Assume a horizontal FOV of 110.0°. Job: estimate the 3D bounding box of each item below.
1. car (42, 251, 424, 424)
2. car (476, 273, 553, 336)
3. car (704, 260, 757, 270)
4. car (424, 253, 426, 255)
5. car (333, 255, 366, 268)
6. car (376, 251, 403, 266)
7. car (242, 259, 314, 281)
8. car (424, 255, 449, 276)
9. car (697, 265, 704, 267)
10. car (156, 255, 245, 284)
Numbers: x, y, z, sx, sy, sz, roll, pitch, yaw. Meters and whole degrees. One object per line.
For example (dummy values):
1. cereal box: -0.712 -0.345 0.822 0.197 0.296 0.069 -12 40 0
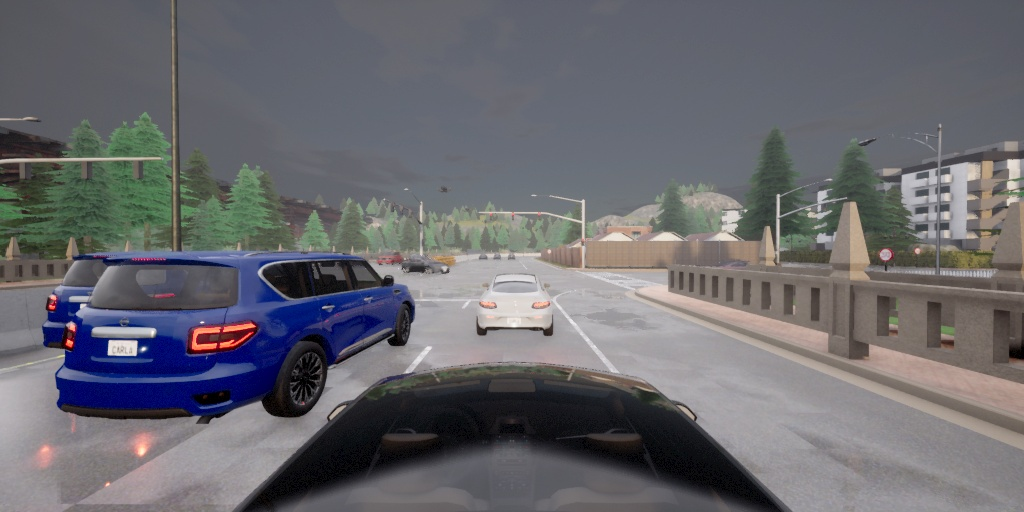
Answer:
1. car: -3.487 0.934 6.073 2.150 2.045 5.566 0 1 4
2. car: 0.110 1.195 9.993 1.812 1.442 4.674 0 1 2
3. car: 16.980 1.024 26.400 4.181 1.385 1.994 0 1 2
4. car: -14.150 0.667 52.786 2.033 1.411 5.357 0 1 0
5. car: -21.146 0.685 46.939 2.128 1.511 4.902 0 1 0
6. car: -17.649 0.351 51.951 2.150 2.045 5.566 0 1 -1
7. car: -17.628 0.993 27.433 2.033 1.411 5.357 0 1 0
8. car: -7.608 0.889 31.228 4.902 1.511 2.128 1 1 34
9. car: 18.037 1.014 29.982 4.718 1.301 1.895 0 1 2
10. car: -21.124 0.833 24.642 2.097 1.767 4.553 0 1 0
